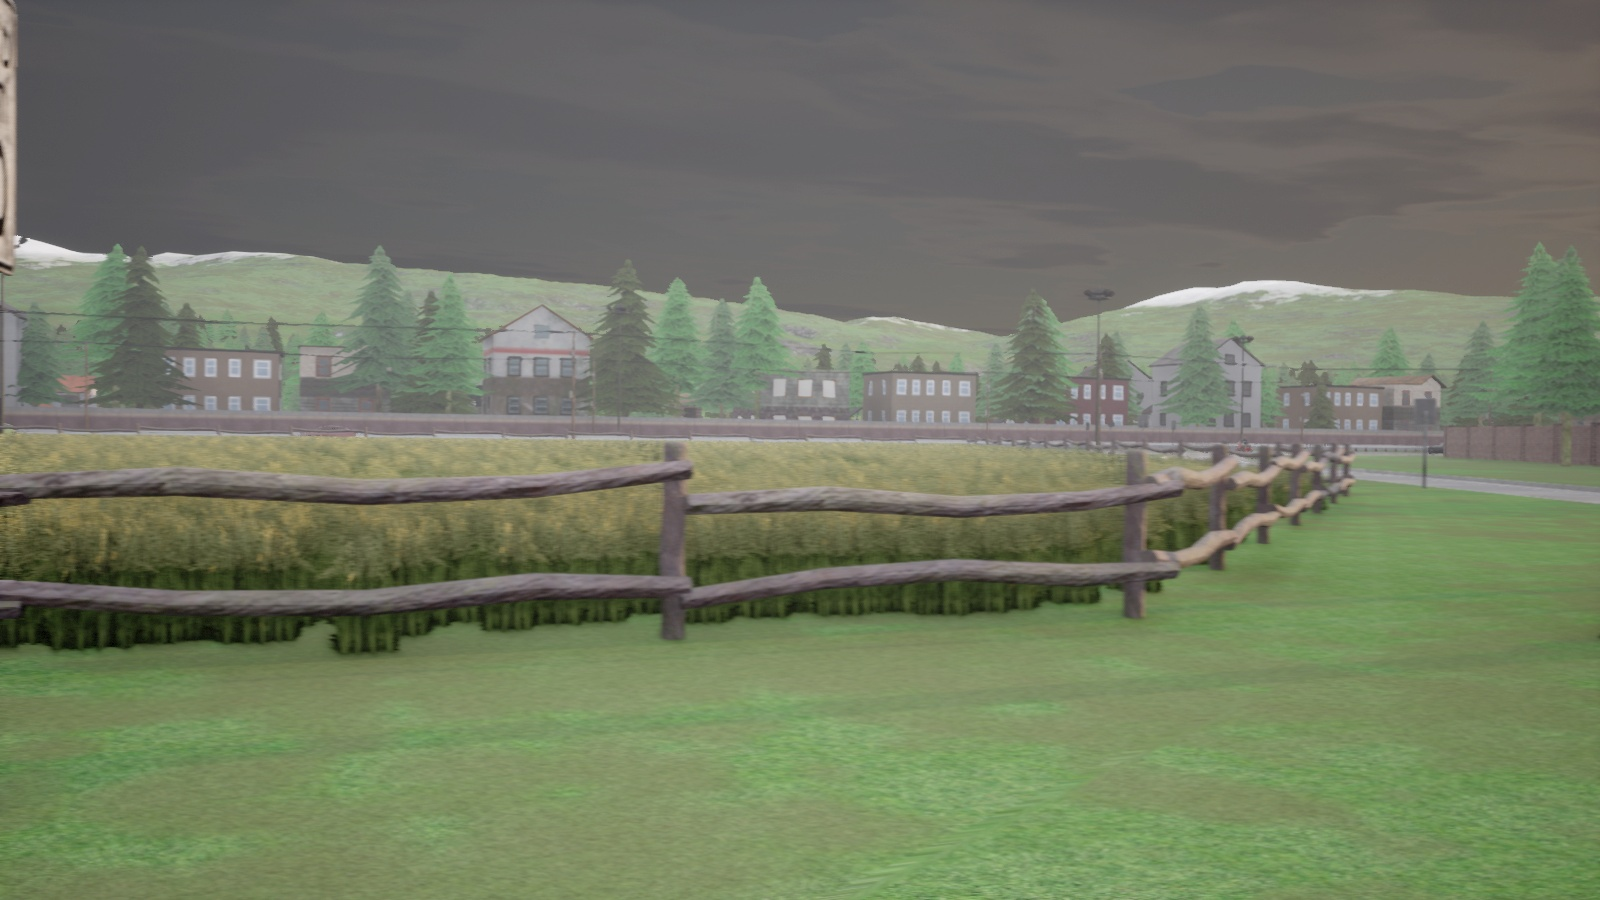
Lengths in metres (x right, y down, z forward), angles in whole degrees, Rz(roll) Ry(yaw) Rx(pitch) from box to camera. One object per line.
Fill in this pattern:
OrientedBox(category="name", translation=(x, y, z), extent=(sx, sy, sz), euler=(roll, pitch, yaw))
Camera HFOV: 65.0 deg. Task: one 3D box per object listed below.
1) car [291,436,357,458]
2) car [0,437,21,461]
OrientedBox(category="car", translation=(-32.747, -0.239, 86.501), extent=(4.193, 1.474, 1.816), euler=(-1, 1, -21))
OrientedBox(category="car", translation=(-52.041, -0.048, 79.273), extent=(4.514, 1.525, 2.007), euler=(-1, 1, -21))
